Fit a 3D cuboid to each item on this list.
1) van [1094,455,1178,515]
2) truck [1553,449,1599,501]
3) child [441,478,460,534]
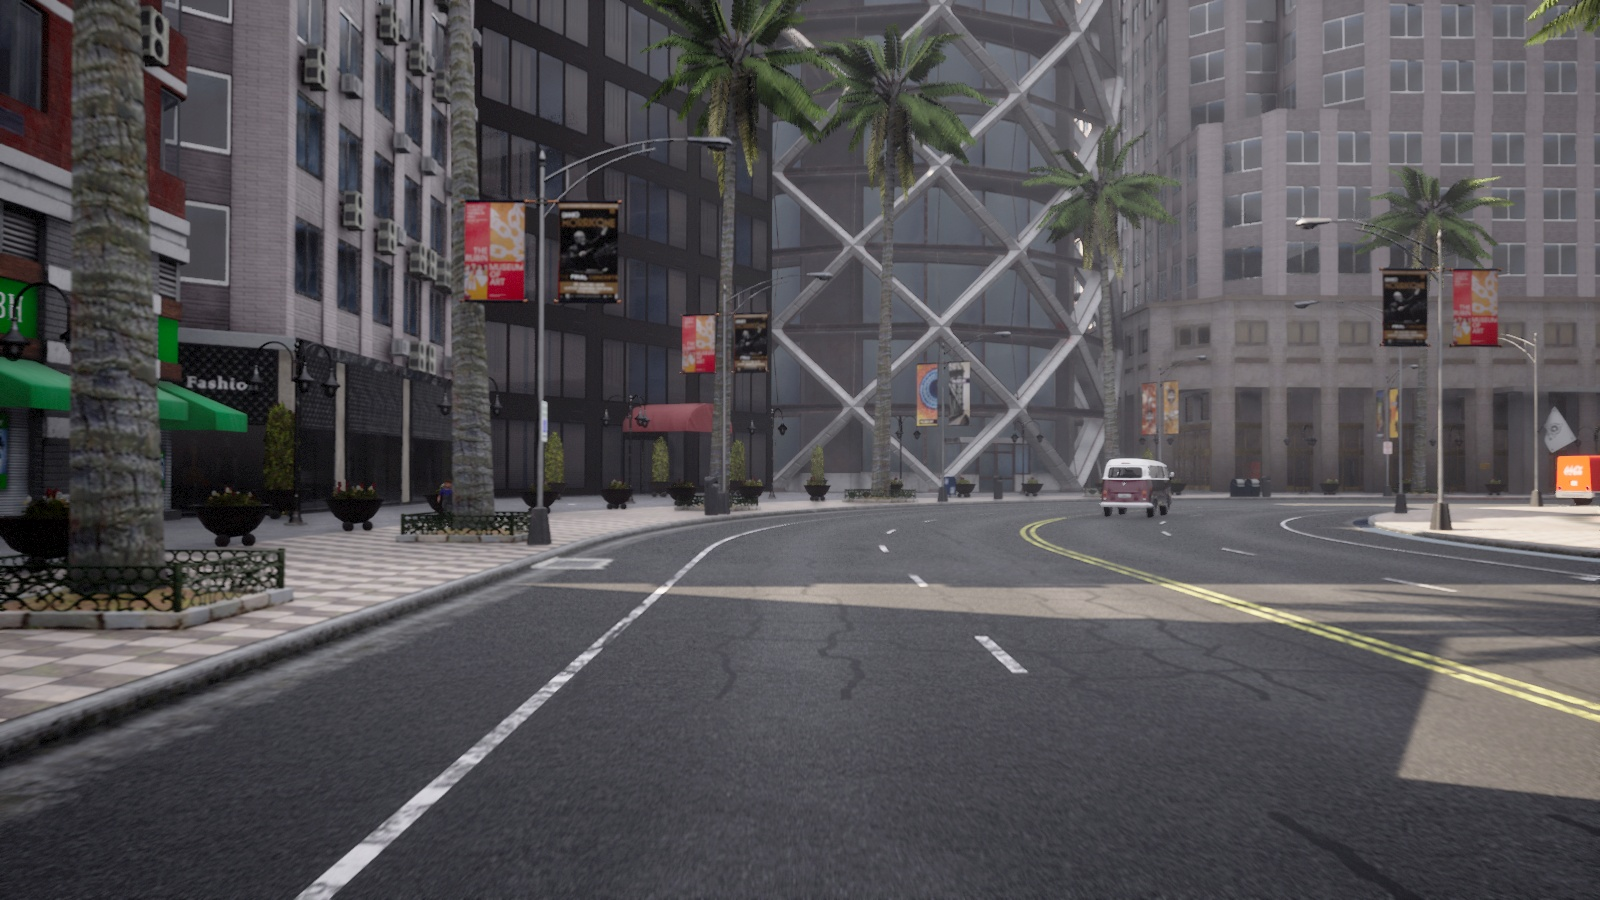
[{"bbox_3d":[12.153,1.247,45.225,2.069,2.038,4.480,-1,-1,26],"label":"van"},{"bbox_3d":[39.926,1.188,60.948,5.204,2.467,2.627,0,-1,-7],"label":"truck"},{"bbox_3d":[-7.981,1.263,28.668,0.270,1.263,0.437,0,-1,9],"label":"child"}]
